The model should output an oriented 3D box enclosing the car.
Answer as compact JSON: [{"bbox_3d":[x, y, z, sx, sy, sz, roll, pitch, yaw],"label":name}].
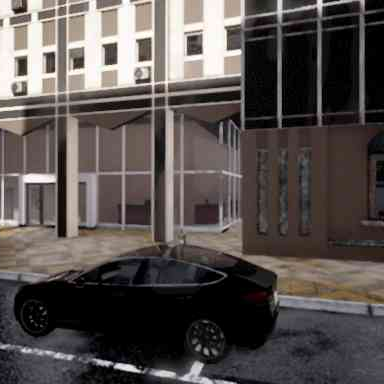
[{"bbox_3d":[-0.766,1.561,5.474,4.313,1.339,1.947,0,0,17],"label":"car"}]
